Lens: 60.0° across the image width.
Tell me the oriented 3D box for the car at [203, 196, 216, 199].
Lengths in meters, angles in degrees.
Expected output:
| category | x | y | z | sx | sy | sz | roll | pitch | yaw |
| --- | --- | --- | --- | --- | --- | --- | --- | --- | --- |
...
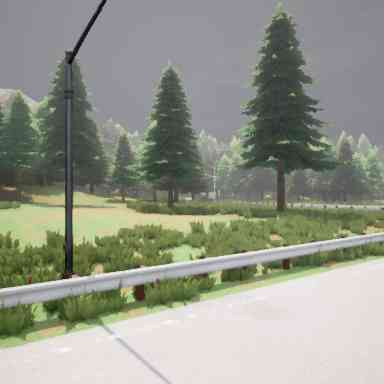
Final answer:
| category | x | y | z | sx | sy | sz | roll | pitch | yaw |
| --- | --- | --- | --- | --- | --- | --- | --- | --- | --- |
| car | 3.378 | 1.531 | 64.881 | 1.837 | 1.490 | 4.892 | 0 | 0 | -34 |
